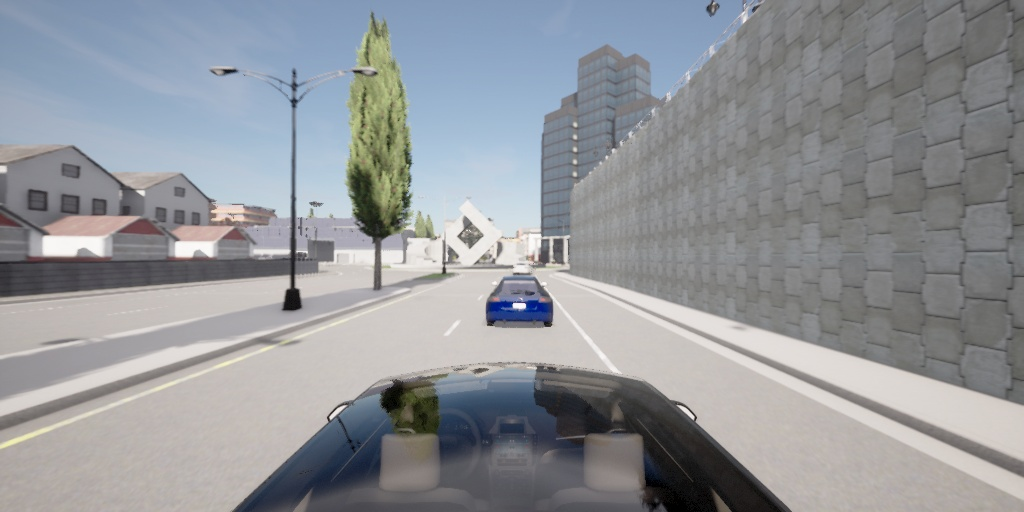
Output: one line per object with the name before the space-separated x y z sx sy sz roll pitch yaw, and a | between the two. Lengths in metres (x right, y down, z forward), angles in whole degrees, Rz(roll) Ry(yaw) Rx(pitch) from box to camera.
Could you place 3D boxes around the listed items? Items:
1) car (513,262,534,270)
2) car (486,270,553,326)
car | 1.252 1.355 38.776 1.812 1.442 4.674 0 0 10
car | 0.238 1.334 11.805 1.994 1.385 4.181 0 0 1
